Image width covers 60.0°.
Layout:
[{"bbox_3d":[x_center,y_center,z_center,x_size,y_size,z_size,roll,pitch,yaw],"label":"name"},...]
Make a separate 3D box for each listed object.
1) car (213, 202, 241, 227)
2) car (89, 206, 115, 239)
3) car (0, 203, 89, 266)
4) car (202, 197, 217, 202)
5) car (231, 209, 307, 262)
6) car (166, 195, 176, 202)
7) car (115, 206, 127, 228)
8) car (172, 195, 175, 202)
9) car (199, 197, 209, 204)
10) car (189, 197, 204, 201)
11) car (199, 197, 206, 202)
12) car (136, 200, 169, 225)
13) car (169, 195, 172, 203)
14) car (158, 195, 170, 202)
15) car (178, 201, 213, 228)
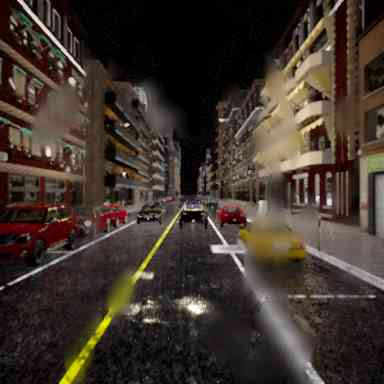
[{"bbox_3d":[2.687,1.639,23.246,1.887,1.381,4.507,0,0,0],"label":"car"},{"bbox_3d":[-5.692,1.512,17.612,1.967,1.590,4.097,0,0,0],"label":"car"},{"bbox_3d":[-5.690,1.364,11.977,2.192,1.841,5.009,0,0,0],"label":"car"},{"bbox_3d":[2.684,1.735,45.790,2.008,1.369,4.403,0,0,0],"label":"car"},{"bbox_3d":[2.689,1.575,12.144,1.752,1.417,4.829,0,0,0],"label":"car"},{"bbox_3d":[-5.704,1.674,90.884,2.192,1.841,5.009,0,0,0],"label":"car"},{"bbox_3d":[-5.693,1.639,23.249,1.887,1.381,4.507,0,0,0],"label":"car"},{"bbox_3d":[-5.703,1.860,79.610,1.887,1.381,4.507,0,0,0],"label":"car"},{"bbox_3d":[2.679,1.859,73.971,1.947,1.339,4.313,0,0,0],"label":"car"},{"bbox_3d":[0.093,1.733,42.227,1.994,1.385,4.181,0,0,0],"label":"car"},{"bbox_3d":[2.677,1.919,85.244,1.802,1.307,4.206,0,0,0],"label":"car"},{"bbox_3d":[-3.004,1.607,25.181,1.837,1.490,4.892,0,0,0],"label":"car"},{"bbox_3d":[-5.701,1.822,68.338,2.008,1.369,4.403,0,0,0],"label":"car"},{"bbox_3d":[-5.700,1.801,62.701,2.008,1.369,4.403,0,0,0],"label":"car"},{"bbox_3d":[0.096,1.585,22.826,2.128,1.511,4.902,0,0,0],"label":"car"}]
